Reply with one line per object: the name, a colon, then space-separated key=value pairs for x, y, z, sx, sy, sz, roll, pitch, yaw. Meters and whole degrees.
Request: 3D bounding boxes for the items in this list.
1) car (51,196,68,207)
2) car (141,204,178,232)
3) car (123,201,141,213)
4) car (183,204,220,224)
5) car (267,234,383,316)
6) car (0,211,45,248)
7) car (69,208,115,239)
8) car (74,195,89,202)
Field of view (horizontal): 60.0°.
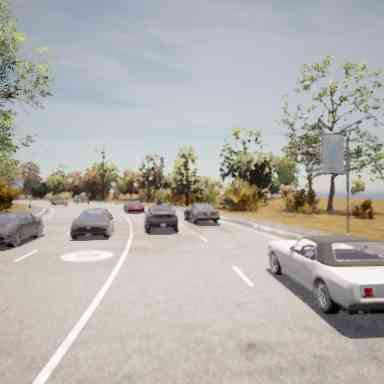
car: x=-21.841 y=1.450 z=54.722 sx=2.097 sy=1.767 sz=4.553 roll=0 pitch=0 yaw=-30
car: x=-1.973 y=1.562 z=20.540 sx=1.837 sy=1.490 sz=4.892 roll=0 pitch=0 yaw=-10
car: x=-6.708 y=1.678 z=38.304 sx=1.994 sy=1.385 sz=4.181 roll=0 pitch=0 yaw=-19
car: x=0.638 y=1.611 z=25.545 sx=2.033 sy=1.411 sz=5.357 roll=0 pitch=0 yaw=-12
car: x=3.208 y=1.608 z=7.542 sx=1.895 sy=1.301 sz=4.718 roll=0 pitch=0 yaw=-4
car: x=-8.325 y=1.610 z=15.169 sx=2.033 sy=1.411 sz=5.357 roll=0 pitch=0 yaw=-8
car: x=-5.209 y=1.607 z=17.996 sx=2.033 sy=1.411 sz=5.357 roll=0 pitch=0 yaw=-10
car: x=-18.808 y=1.190 z=56.470 sx=2.097 sy=1.767 sz=4.553 roll=0 pitch=0 yaw=-30
